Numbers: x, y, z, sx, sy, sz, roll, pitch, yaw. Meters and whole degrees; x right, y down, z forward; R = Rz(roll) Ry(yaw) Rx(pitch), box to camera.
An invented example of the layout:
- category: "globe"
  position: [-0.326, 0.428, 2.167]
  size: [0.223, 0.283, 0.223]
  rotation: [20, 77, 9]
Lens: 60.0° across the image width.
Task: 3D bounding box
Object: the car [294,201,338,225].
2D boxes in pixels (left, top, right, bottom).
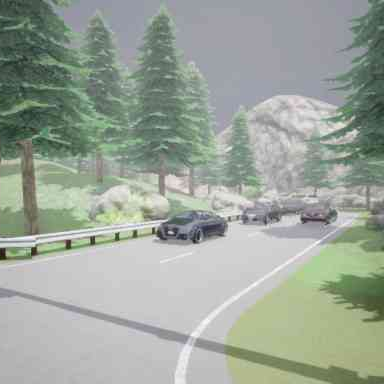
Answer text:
- category: "car"
  position: [9.414, 1.603, 24.514]
  size: [2.033, 1.411, 5.357]
  rotation: [0, 0, 31]

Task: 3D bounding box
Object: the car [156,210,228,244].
- category: "car"
  position: [0.110, 1.573, 16.110]
  size: [1.994, 1.385, 4.181]
  rotation: [0, 0, 31]

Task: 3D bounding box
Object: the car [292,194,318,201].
- category: "car"
  position: [16.026, 1.325, 49.184]
  size: [2.150, 2.045, 5.566]
  rotation: [3, -2, -25]

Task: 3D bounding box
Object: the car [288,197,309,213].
- category: "car"
  position: [10.322, 1.525, 33.494]
  size: [1.837, 1.490, 4.892]
  rotation: [0, 0, 24]

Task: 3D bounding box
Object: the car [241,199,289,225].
- category: "car"
  position: [5.257, 1.506, 24.619]
  size: [2.128, 1.511, 4.902]
  rotation: [0, 0, 31]
